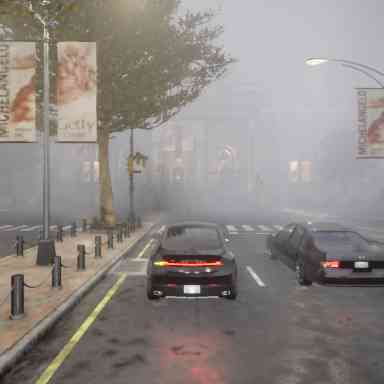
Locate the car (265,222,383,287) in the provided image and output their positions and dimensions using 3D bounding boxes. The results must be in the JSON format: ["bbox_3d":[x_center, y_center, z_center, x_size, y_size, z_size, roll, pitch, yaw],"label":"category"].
[{"bbox_3d":[3.498,1.547,9.382,2.033,1.411,5.357,0,0,0],"label":"car"}]

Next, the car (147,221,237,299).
[{"bbox_3d":[-0.001,1.505,8.418,1.837,1.490,4.892,0,0,0],"label":"car"}]
